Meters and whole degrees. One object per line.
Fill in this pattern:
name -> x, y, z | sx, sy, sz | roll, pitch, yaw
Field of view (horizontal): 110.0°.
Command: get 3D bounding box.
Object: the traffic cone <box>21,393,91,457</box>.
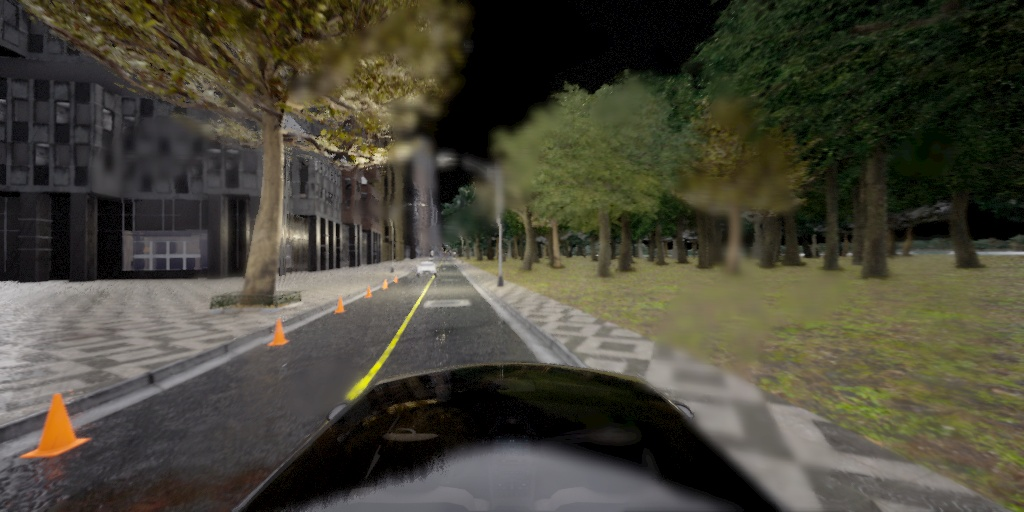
traffic cone -> -4.887, 1.775, 3.858 | 0.340, 0.580, 0.340 | 0, 0, -4

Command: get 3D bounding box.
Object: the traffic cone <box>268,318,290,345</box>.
traffic cone -> -5.535, 1.782, 8.530 | 0.340, 0.580, 0.340 | 0, 0, -10

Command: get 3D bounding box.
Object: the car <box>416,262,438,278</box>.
car -> -8.291, 1.305, 35.135 | 1.812, 1.442, 4.674 | -1, 0, -13

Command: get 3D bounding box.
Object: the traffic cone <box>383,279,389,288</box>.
traffic cone -> -8.220, 1.789, 23.290 | 0.340, 0.580, 0.340 | 0, 0, -10

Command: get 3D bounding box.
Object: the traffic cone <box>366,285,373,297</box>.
traffic cone -> -7.324, 1.794, 18.370 | 0.340, 0.580, 0.340 | 0, 0, -10

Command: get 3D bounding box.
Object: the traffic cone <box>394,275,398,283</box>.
traffic cone -> -9.115, 1.781, 28.211 | 0.340, 0.580, 0.340 | 0, 0, -10

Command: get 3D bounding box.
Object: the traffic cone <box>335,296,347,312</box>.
traffic cone -> -6.429, 1.789, 13.450 | 0.340, 0.580, 0.340 | 0, 0, -10
